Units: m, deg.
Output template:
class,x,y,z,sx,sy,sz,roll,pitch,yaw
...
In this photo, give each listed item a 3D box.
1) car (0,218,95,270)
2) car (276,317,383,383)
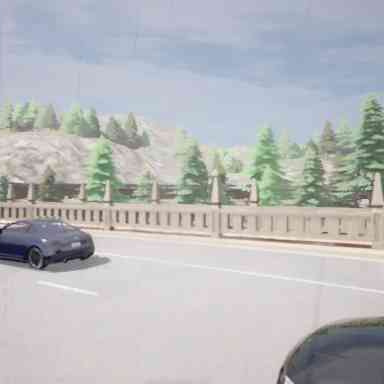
class,x,y,z,sx,sy,sz,roll,pitch,yaw
car,-5.248,1.570,11.042,4.181,1.385,1.994,0,0,30
car,2.890,1.472,1.731,4.902,1.511,2.128,0,0,36
